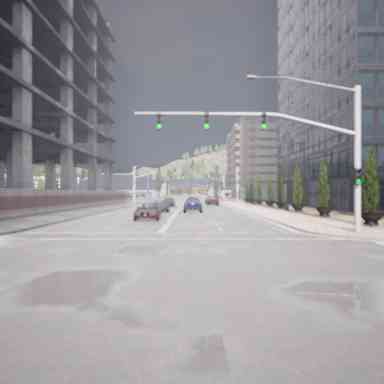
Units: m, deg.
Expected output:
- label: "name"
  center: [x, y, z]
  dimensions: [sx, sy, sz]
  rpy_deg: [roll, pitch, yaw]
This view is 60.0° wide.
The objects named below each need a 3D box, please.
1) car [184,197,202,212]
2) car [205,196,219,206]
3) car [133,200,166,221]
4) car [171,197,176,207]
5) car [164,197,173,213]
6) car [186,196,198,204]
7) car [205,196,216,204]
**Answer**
- label: "car"
  center: [0.101, 1.400, 39.462]
  dimensions: [2.097, 1.767, 4.553]
  rpy_deg: [0, 0, 0]
- label: "car"
  center: [3.503, 1.545, 55.928]
  dimensions: [1.882, 1.535, 5.008]
  rpy_deg: [0, 0, 0]
- label: "car"
  center: [-3.575, 1.598, 27.483]
  dimensions: [1.994, 1.385, 4.181]
  rpy_deg: [0, 0, 1]
- label: "car"
  center: [-3.519, 1.566, 50.968]
  dimensions: [1.837, 1.490, 4.892]
  rpy_deg: [0, 0, 0]
- label: "car"
  center: [-3.564, 1.609, 37.367]
  dimensions: [1.994, 1.385, 4.181]
  rpy_deg: [0, 0, 0]
- label: "car"
  center: [-0.043, 1.627, 65.969]
  dimensions: [2.033, 1.411, 5.357]
  rpy_deg: [0, 0, -2]
- label: "car"
  center: [3.501, 1.556, 64.635]
  dimensions: [1.882, 1.535, 5.008]
  rpy_deg: [0, 0, 0]
